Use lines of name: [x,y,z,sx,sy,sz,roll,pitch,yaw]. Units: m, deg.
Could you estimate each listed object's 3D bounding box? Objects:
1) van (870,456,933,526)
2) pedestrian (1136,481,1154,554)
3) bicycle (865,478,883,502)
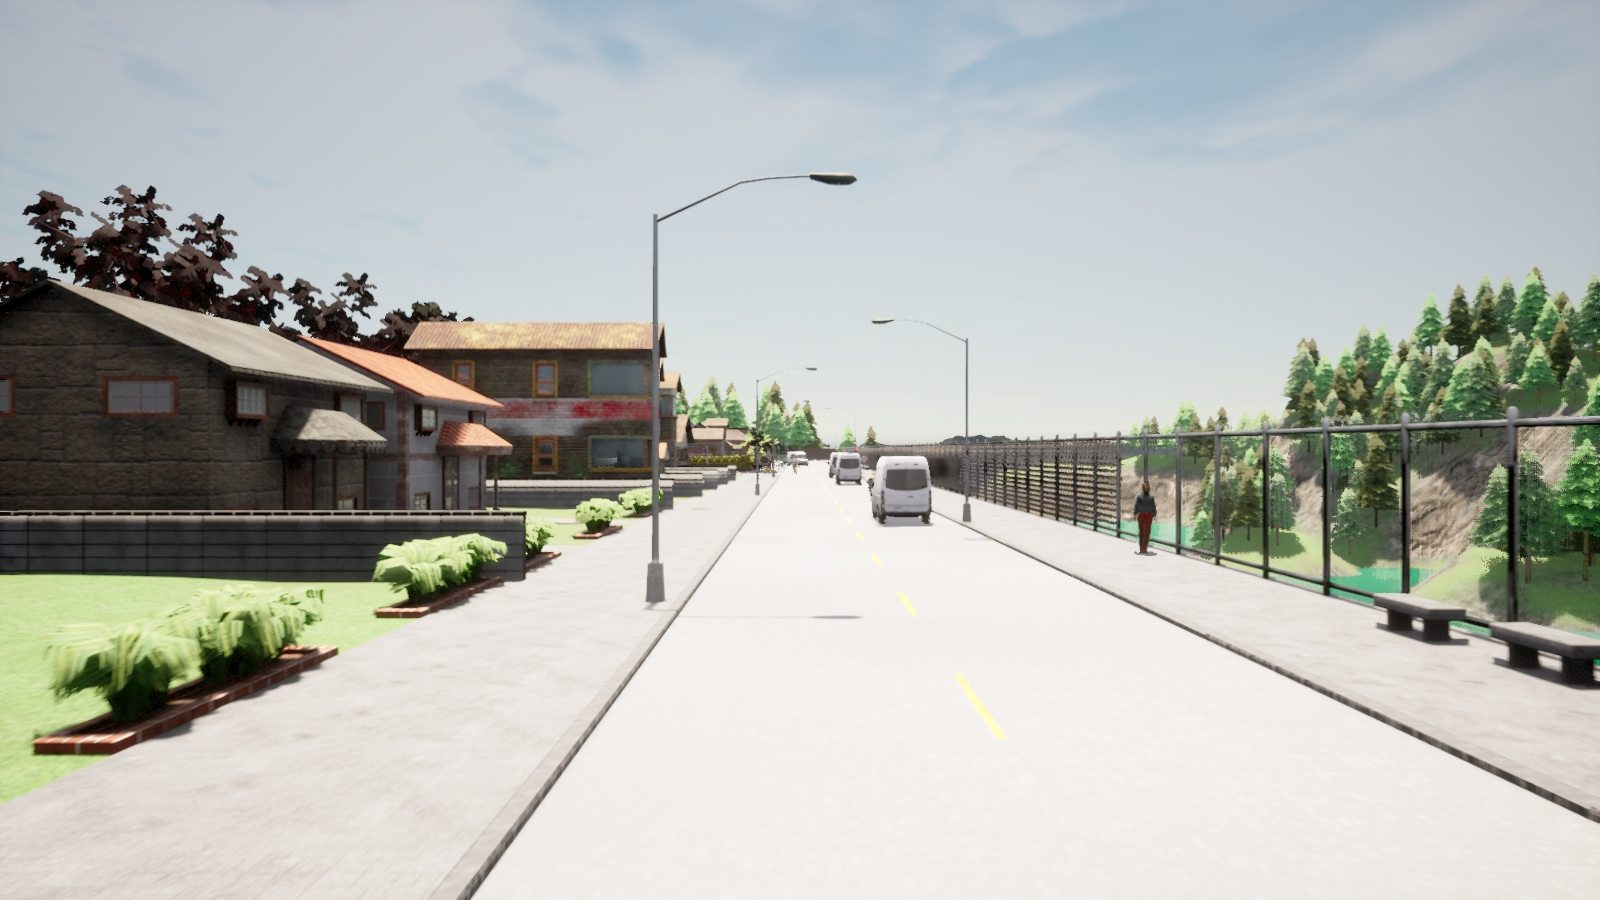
van: [3.979,1.535,45.578,1.988,2.561,5.915,0,0,0]
pedestrian: [8.890,1.743,29.473,0.375,1.860,0.375,0,0,5]
bicycle: [3.992,2.158,61.855,0.859,1.276,1.487,0,0,0]
